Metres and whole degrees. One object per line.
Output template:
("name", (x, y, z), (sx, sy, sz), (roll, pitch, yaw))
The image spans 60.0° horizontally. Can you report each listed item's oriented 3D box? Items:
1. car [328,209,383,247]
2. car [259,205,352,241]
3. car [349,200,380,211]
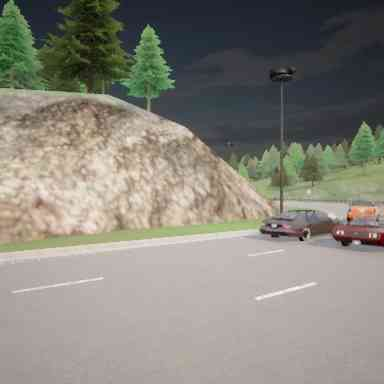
("car", (7.903, 1.616, 13.954), (4.718, 1.301, 1.895), (0, 0, -40))
("car", (5.629, 1.563, 16.615), (5.357, 1.411, 2.033), (0, 0, -40))
("car", (13.292, 1.366, 25.709), (2.097, 1.767, 4.553), (0, 0, 30))
